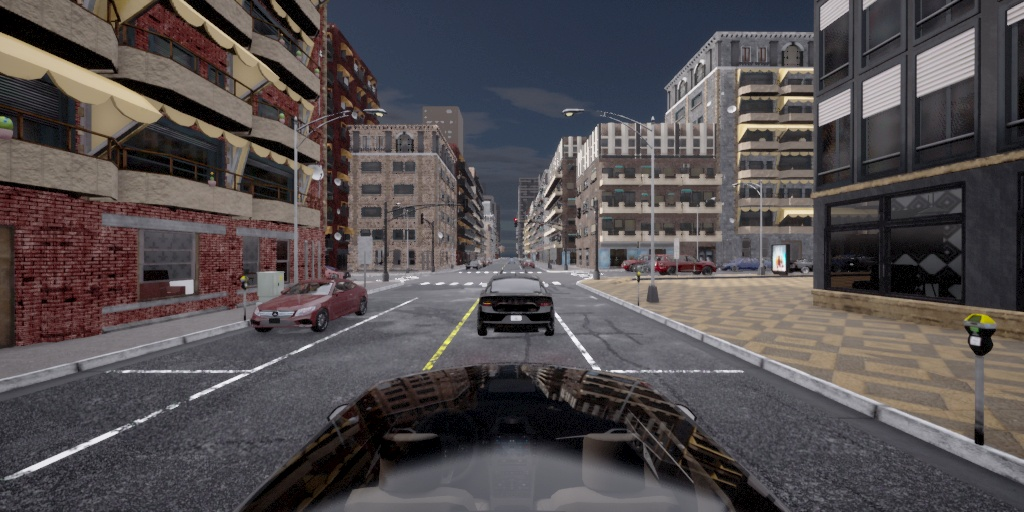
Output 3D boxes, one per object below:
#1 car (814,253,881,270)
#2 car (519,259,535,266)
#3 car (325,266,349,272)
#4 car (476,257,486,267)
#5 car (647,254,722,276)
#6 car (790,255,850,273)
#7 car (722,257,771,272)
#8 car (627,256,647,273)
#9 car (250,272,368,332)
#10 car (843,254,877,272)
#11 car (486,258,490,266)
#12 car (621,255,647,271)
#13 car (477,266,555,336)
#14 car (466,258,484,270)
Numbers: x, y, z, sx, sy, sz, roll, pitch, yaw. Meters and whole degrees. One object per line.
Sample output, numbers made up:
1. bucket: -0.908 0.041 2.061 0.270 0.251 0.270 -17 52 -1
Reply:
1. car: 34.264 0.562 36.706 5.008 1.535 1.882 -1 0 0
2. car: 2.670 1.207 58.474 1.967 1.591 4.097 0 0 0
3. car: -17.187 1.610 33.046 4.181 1.385 1.994 -1 0 -1
4. car: -5.710 1.293 58.299 1.751 1.417 4.829 0 0 0
5. car: 14.700 0.778 30.750 5.009 1.841 2.192 0 0 -1
6. car: 25.793 0.822 30.850 4.313 1.339 1.948 0 0 -1
7. car: 23.828 0.829 36.622 5.357 1.411 2.033 -1 0 -1
8. car: 14.431 1.021 36.537 4.181 1.385 1.994 -1 0 -1
9. car: -5.744 1.332 10.763 1.802 1.307 4.207 0 0 0
10. car: 31.340 0.717 30.901 4.313 1.339 1.948 0 0 -1
11. car: -5.712 1.086 64.151 2.192 1.841 5.009 0 0 0
12. car: 14.562 0.764 39.129 5.009 1.841 2.192 0 0 -1
13. car: 0.096 1.227 10.424 1.882 1.535 5.008 0 0 0
14. car: -5.708 1.330 52.786 1.948 1.339 4.313 0 0 0
